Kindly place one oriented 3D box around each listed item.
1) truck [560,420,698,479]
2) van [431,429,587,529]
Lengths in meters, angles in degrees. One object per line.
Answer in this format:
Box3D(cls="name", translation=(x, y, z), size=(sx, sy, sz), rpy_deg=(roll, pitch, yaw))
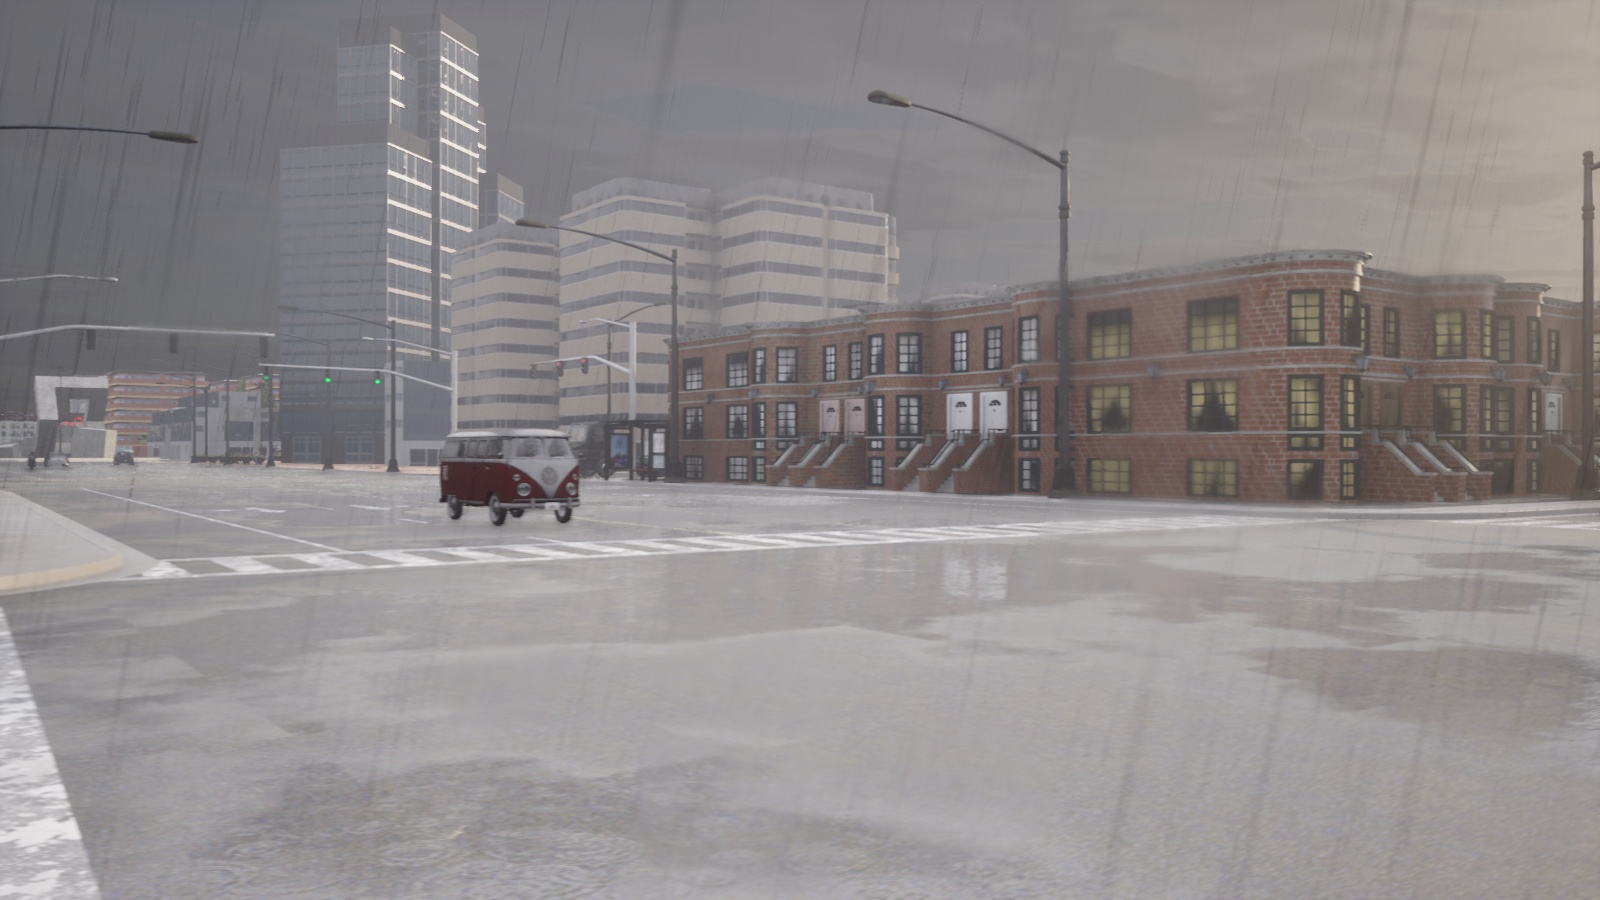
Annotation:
Box3D(cls="truck", translation=(-10.432, -0.026, 77.152), size=(7.936, 3.462, 2.891), rpy_deg=(0, 0, -35))
Box3D(cls="van", translation=(-6.376, 0.578, 27.171), size=(1.775, 1.987, 4.442), rpy_deg=(0, 0, -35))
